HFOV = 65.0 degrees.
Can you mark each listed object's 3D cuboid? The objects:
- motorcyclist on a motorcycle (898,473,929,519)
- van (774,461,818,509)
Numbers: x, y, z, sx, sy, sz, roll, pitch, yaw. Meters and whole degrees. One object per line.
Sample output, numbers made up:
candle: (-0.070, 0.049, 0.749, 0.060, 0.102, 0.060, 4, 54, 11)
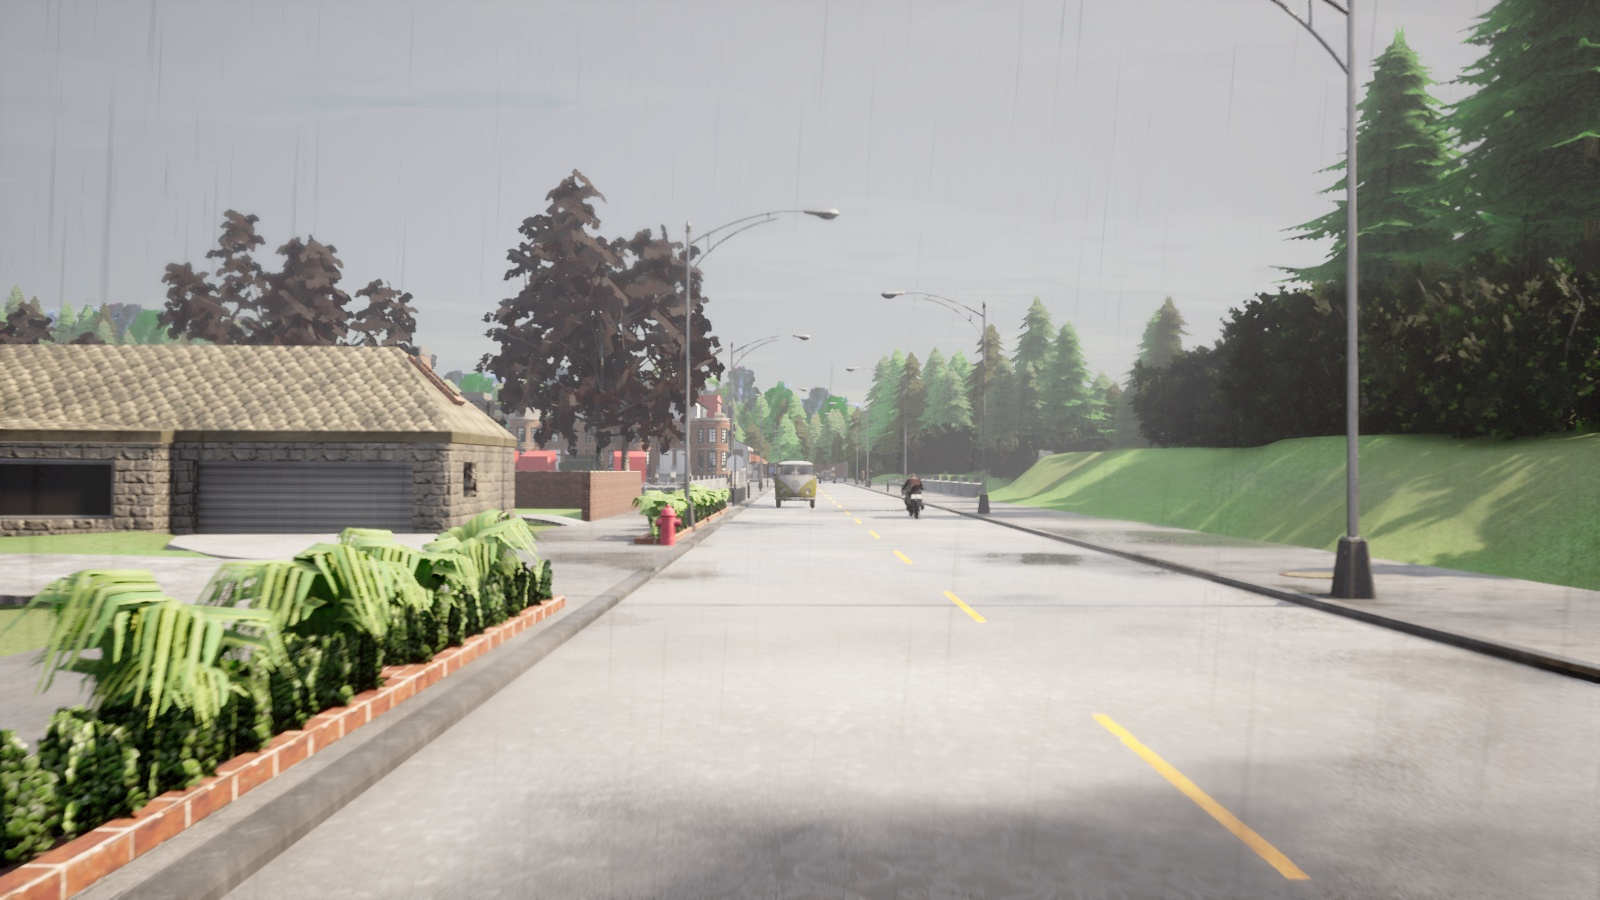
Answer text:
motorcyclist on a motorcycle: (3.864, 1.552, 42.859, 0.866, 1.530, 2.191, 0, -1, 0)
van: (-0.175, 1.467, 53.790, 1.775, 1.987, 4.442, 0, -1, 0)
